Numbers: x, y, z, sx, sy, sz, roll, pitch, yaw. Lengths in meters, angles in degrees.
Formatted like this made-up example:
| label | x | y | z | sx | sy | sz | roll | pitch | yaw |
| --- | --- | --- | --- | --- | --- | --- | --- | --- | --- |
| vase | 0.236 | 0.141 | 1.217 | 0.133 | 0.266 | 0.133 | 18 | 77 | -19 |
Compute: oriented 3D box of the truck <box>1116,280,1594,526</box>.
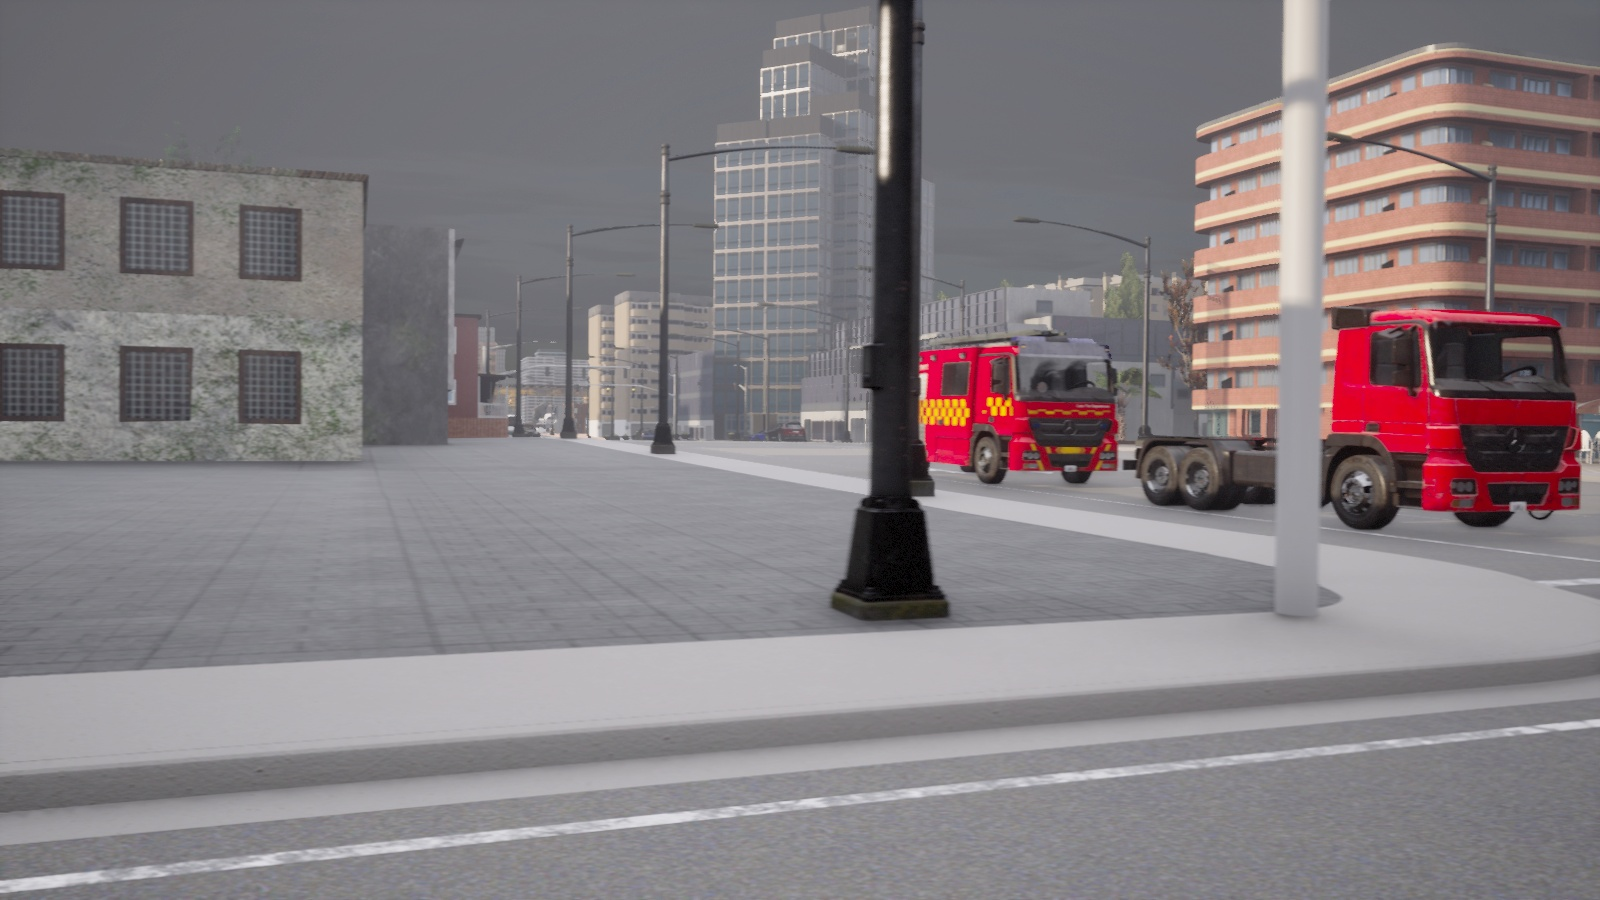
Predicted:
| label | x | y | z | sx | sy | sz | roll | pitch | yaw |
| --- | --- | --- | --- | --- | --- | --- | --- | --- | --- |
| truck | 9.042 | -0.772 | 21.872 | 2.891 | 3.462 | 7.936 | -1 | 2 | -20 |

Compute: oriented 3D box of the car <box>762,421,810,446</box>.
| label | x | y | z | sx | sy | sz | roll | pitch | yaw |
| --- | --- | --- | --- | --- | --- | --- | --- | --- | --- |
| car | -1.043 | -1.207 | 91.749 | 2.033 | 1.649 | 4.856 | -1 | -1 | -20 |

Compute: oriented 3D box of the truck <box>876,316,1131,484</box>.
| label | x | y | z | sx | sy | sz | roll | pitch | yaw |
| --- | --- | --- | --- | --- | --- | --- | --- | --- | --- |
| truck | 5.021 | -1.276 | 33.129 | 2.891 | 3.827 | 8.468 | -1 | 2 | -20 |
